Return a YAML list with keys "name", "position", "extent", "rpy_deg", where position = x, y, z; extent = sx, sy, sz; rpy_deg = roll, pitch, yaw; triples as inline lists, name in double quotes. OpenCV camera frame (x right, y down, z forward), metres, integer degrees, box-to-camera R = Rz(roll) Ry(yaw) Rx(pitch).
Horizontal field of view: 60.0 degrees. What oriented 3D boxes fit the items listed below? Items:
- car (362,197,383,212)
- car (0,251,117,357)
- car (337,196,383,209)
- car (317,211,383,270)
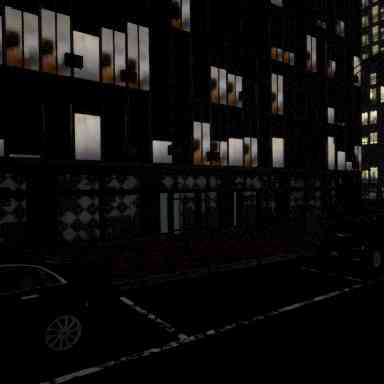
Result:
- name: "car"
  position: [18.052, 1.442, 34.343]
  extent: [1.994, 1.385, 4.181]
  rpy_deg: [-1, 1, -35]
- name: "car"
  position: [-3.210, 1.551, 4.413]
  extent: [4.403, 1.369, 2.008]
  rpy_deg: [0, -1, -36]
- name: "car"
  position: [20.550, 1.274, 40.850]
  extent: [1.752, 1.417, 4.829]
  rpy_deg: [-1, 1, -35]
- name: "car"
  position: [5.964, 1.542, 10.992]
  extent: [4.507, 1.381, 1.887]
  rpy_deg: [0, -1, -36]
